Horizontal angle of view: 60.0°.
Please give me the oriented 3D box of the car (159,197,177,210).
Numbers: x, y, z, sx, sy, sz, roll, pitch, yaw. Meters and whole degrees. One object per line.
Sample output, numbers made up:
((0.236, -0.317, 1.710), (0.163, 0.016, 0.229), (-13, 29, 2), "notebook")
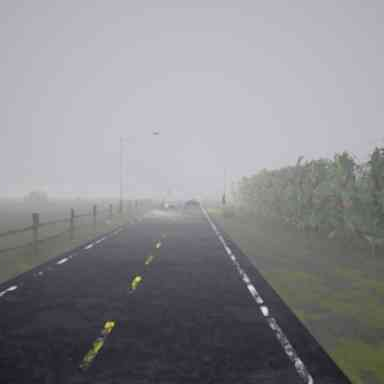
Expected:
((-2.844, 1.346, 40.129), (2.128, 1.511, 4.902), (0, 0, 0), "car")

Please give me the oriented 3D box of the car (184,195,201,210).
((0.025, 1.344, 40.394), (2.128, 1.511, 4.902), (0, 0, 1), "car")

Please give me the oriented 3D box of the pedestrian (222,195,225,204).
((2.819, 1.195, 30.119), (0.375, 1.860, 0.375), (0, 0, -3), "pedestrian")

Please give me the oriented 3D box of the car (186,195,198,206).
((-0.009, 1.288, 53.120), (1.882, 1.535, 5.008), (0, 0, 0), "car")

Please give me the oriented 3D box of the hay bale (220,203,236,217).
((3.120, 1.550, 29.022), (1.220, 1.180, 1.240), (0, 0, 0), "hay bale")
